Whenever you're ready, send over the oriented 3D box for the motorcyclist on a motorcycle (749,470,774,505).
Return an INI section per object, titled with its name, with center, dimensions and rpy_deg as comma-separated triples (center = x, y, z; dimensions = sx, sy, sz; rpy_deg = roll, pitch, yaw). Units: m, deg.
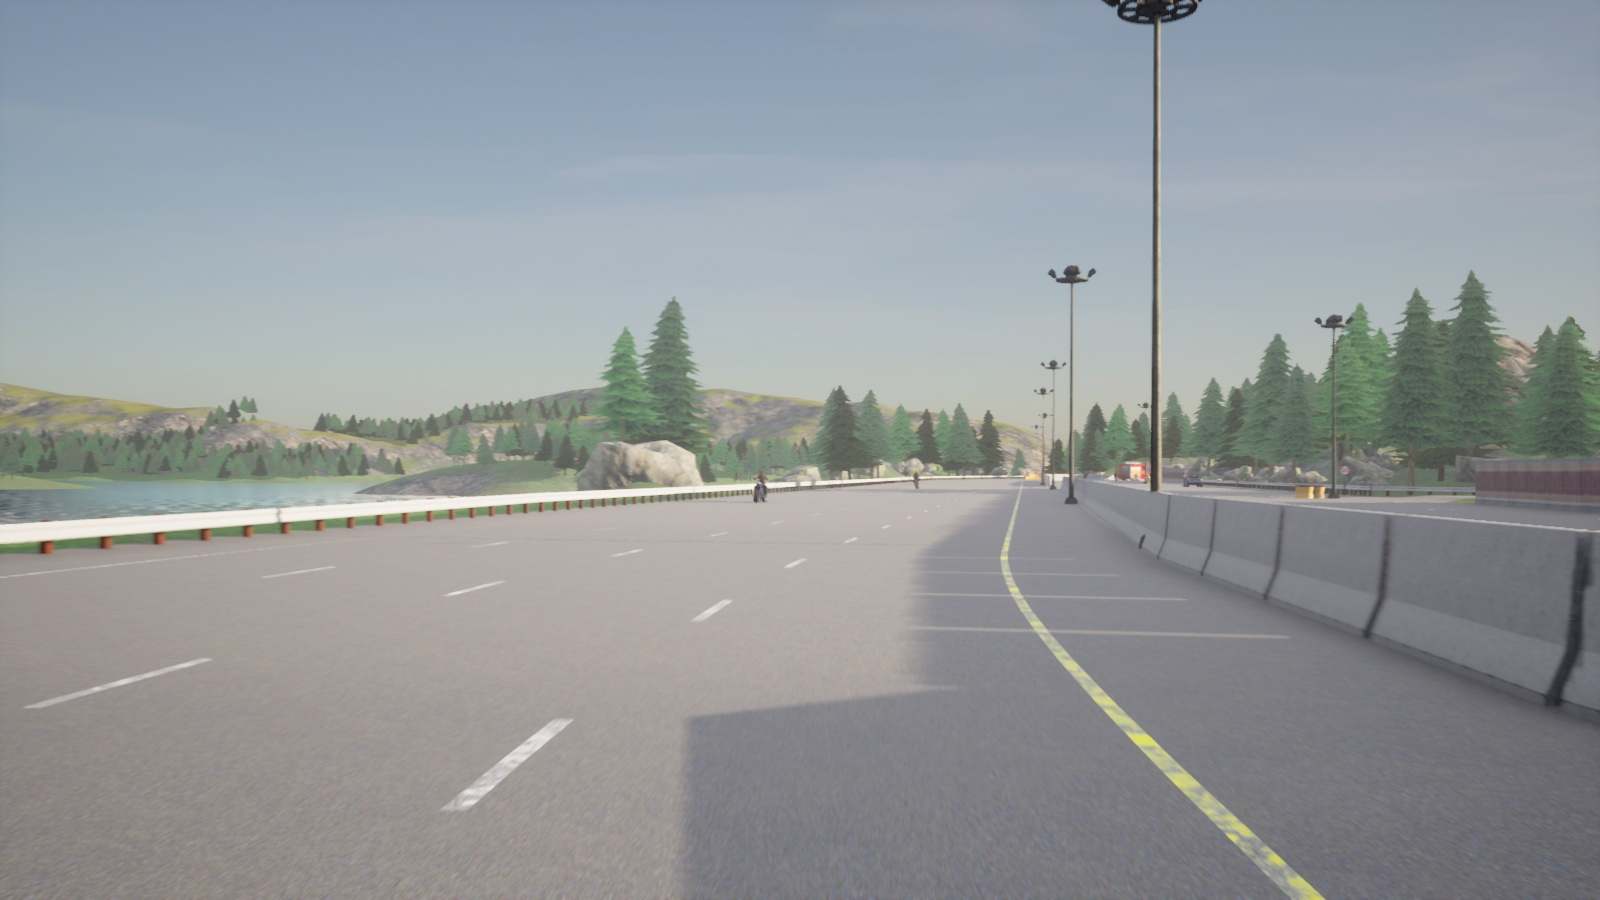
[motorcyclist on a motorcycle]
center = -1.866, 1.784, 60.940
dimensions = 0.766, 1.649, 2.350
rpy_deg = 0, -1, 10
